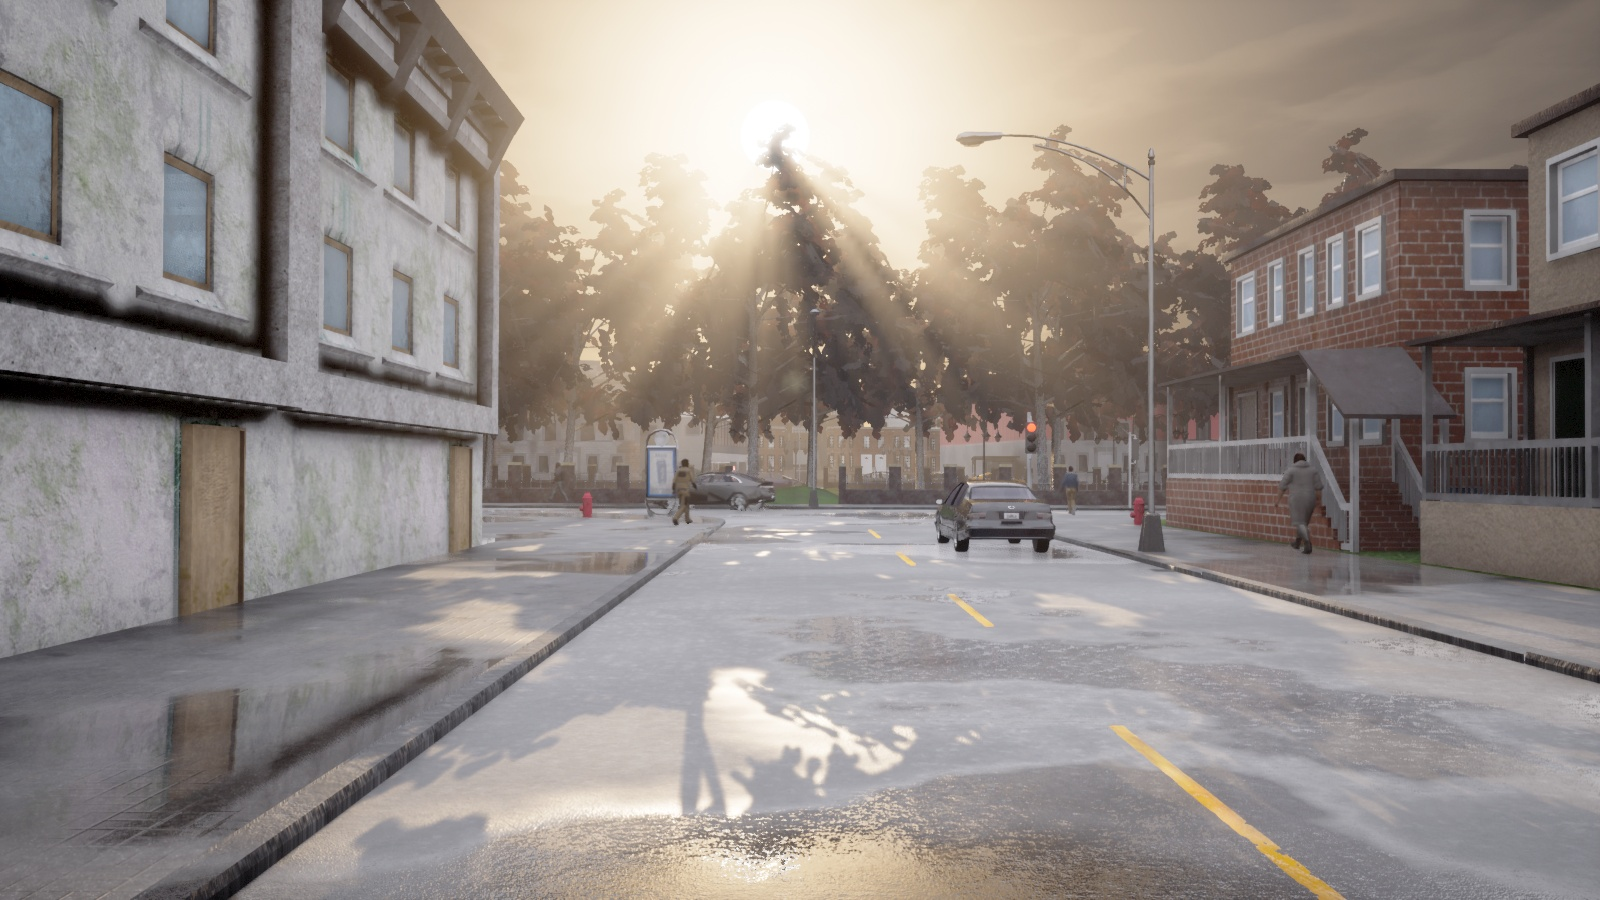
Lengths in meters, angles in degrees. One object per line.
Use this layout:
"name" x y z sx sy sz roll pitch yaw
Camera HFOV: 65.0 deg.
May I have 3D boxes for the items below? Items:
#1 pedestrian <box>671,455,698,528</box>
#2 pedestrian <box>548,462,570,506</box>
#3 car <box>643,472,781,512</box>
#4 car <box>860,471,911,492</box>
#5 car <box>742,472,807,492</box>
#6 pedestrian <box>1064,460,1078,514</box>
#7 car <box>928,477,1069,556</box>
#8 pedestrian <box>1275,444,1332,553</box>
"pedestrian" -3.075 1.097 33.460 0.396 1.930 0.692 -1 -1 31
"pedestrian" -10.465 1.480 54.565 0.849 1.883 0.563 0 -1 0
"car" -3.416 1.604 48.916 4.902 1.511 2.128 -1 -1 18
"car" 6.412 2.351 94.551 3.705 1.549 1.789 0 -1 0
"car" -1.911 2.405 94.519 4.792 1.488 2.163 0 -1 0
"pedestrian" 9.900 1.336 45.860 0.423 1.949 0.788 0 -1 9
"car" 3.925 1.279 25.795 2.033 1.411 5.357 0 -1 0
"pedestrian" 9.167 0.871 22.906 0.659 1.952 0.873 0 -1 -1
